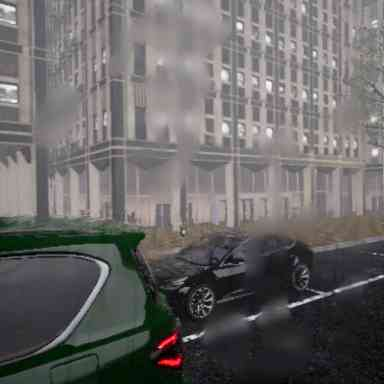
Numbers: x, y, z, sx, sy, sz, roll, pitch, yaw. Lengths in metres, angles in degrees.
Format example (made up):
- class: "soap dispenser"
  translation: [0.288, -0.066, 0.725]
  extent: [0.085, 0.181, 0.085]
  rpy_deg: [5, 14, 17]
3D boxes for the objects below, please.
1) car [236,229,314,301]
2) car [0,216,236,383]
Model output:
- class: "car"
  translation: [0.854, 1.536, 7.180]
  extent: [4.313, 1.339, 1.947]
  rpy_deg: [0, 0, -35]
- class: "car"
  translation: [-2.609, 1.231, 1.518]
  extent: [5.566, 2.045, 2.150]
  rpy_deg: [0, 0, -35]
